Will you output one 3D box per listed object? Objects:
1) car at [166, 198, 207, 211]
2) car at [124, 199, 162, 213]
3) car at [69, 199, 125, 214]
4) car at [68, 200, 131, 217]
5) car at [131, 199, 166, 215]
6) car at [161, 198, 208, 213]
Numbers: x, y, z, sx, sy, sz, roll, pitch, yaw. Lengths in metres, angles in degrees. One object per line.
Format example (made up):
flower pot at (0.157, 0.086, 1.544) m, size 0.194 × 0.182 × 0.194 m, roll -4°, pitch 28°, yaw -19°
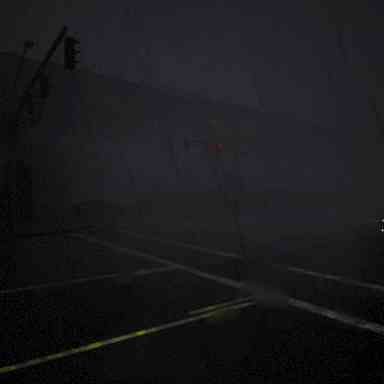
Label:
car at (-0.902, 1.340, 36.708) m, size 4.536 × 1.218 × 1.853 m, roll 0°, pitch 0°, yaw -7°
car at (-4.745, 1.329, 33.005) m, size 1.853 × 1.218 × 4.536 m, roll 0°, pitch 0°, yaw 18°
car at (-8.557, 1.319, 30.277) m, size 4.536 × 1.218 × 1.853 m, roll 0°, pitch 0°, yaw 8°
car at (-8.506, 1.476, 30.270) m, size 4.974 × 1.542 × 2.038 m, roll 0°, pitch 0°, yaw 8°
car at (-4.761, 1.486, 32.955) m, size 2.038 × 1.542 × 4.974 m, roll 0°, pitch 0°, yaw 18°
car at (-0.850, 1.497, 36.714) m, size 4.974 × 1.542 × 2.038 m, roll 0°, pitch 0°, yaw -7°
